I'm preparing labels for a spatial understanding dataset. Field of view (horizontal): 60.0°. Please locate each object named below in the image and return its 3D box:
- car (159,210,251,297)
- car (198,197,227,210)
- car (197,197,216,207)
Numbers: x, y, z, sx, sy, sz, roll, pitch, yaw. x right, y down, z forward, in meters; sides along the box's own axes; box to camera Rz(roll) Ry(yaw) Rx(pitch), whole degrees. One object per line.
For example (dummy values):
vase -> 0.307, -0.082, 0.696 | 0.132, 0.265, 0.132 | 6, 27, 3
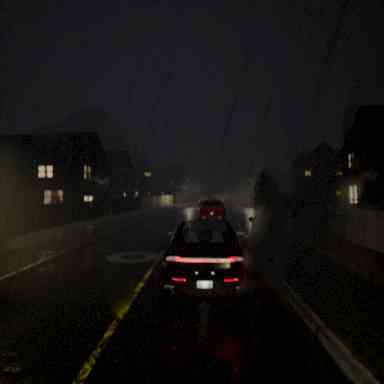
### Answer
car -> 0.340, 1.449, 8.452 | 2.128, 1.511, 4.902 | 0, 0, 3
car -> 1.644, 1.338, 25.551 | 1.882, 1.535, 5.008 | 0, 0, 6
car -> 2.122, 1.368, 47.332 | 1.895, 1.301, 4.718 | 0, 0, 12
